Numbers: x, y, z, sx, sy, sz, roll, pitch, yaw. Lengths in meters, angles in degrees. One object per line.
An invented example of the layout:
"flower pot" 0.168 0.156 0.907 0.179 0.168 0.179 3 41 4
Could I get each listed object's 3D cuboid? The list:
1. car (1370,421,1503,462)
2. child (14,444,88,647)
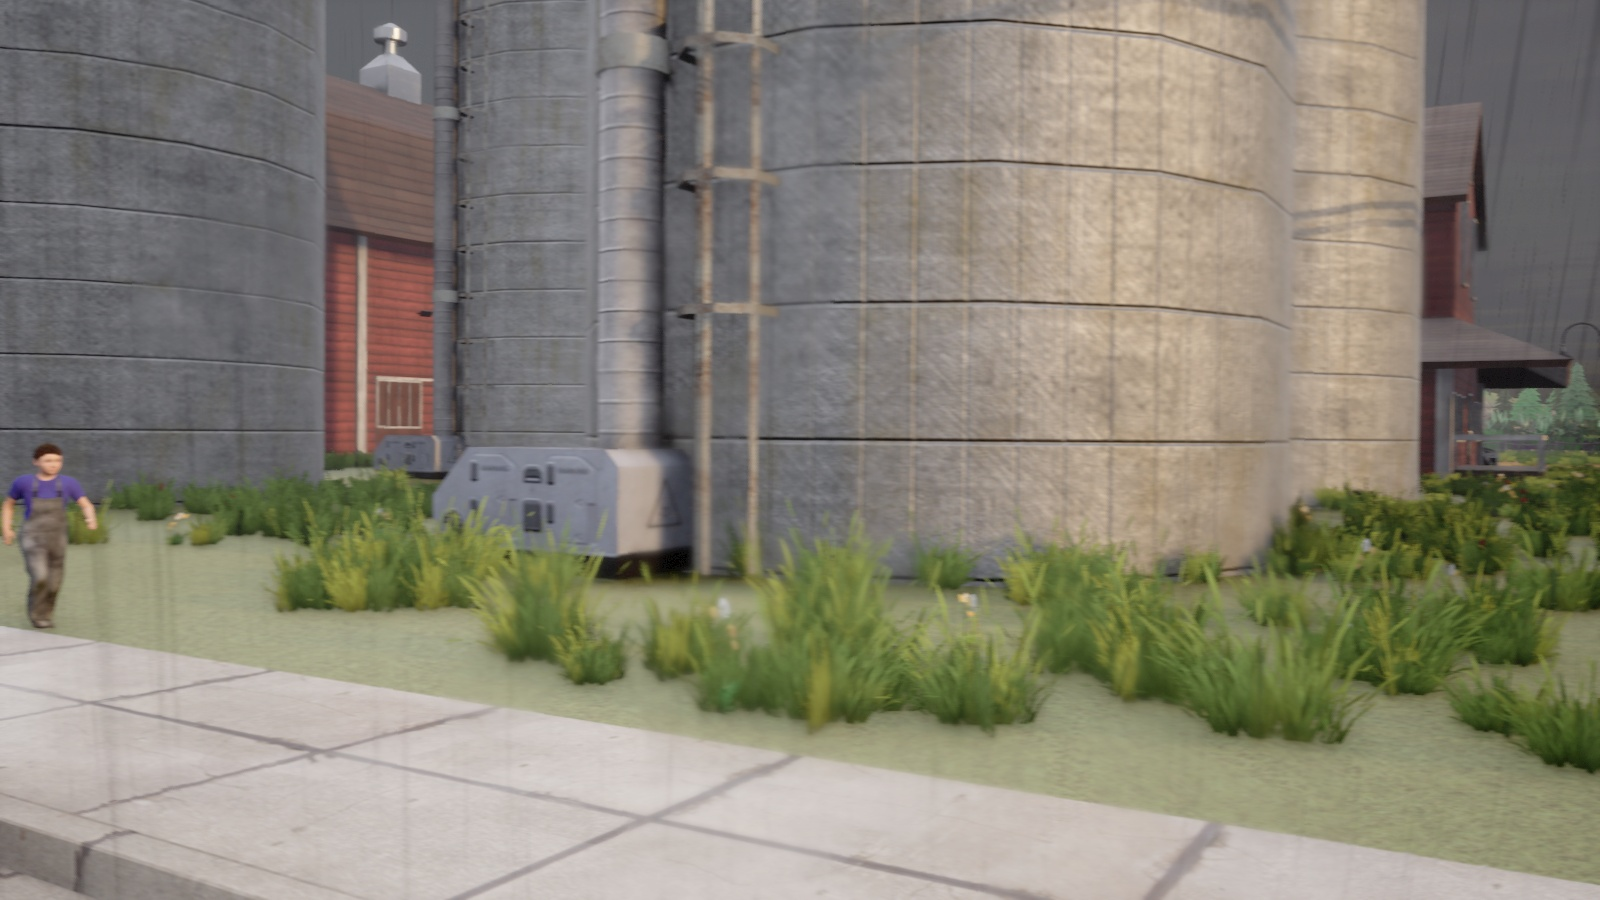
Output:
"car" 26.690 -0.362 52.722 4.856 1.649 2.033 0 1 31
"child" -4.824 0.597 8.086 0.437 1.263 0.270 0 1 41
